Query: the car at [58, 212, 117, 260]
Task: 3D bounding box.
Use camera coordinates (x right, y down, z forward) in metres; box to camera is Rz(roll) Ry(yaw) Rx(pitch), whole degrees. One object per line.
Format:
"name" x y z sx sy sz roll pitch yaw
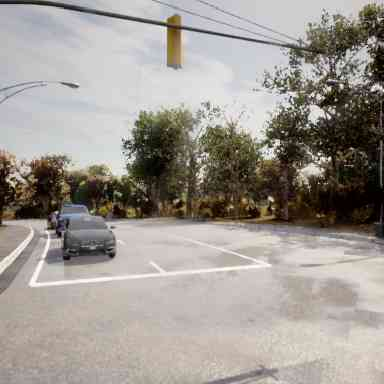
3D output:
"car" -4.334 1.744 13.613 1.837 1.490 4.892 0 -2 -23

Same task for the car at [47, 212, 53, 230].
"car" -12.582 2.631 31.897 2.097 1.767 4.553 0 -4 -29

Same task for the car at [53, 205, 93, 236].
"car" -8.125 1.887 22.786 2.150 2.045 5.566 0 -3 -24
